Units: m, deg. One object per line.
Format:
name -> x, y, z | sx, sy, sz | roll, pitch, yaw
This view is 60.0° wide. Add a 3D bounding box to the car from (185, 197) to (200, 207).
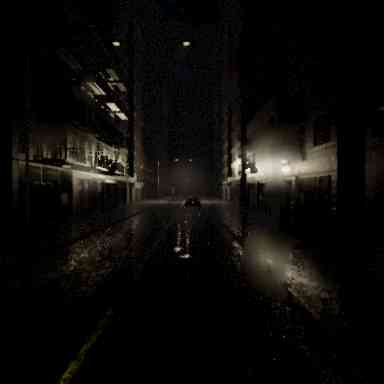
car -> 0.112, 1.287, 44.372 | 1.994, 1.385, 4.181 | 0, 0, 0
